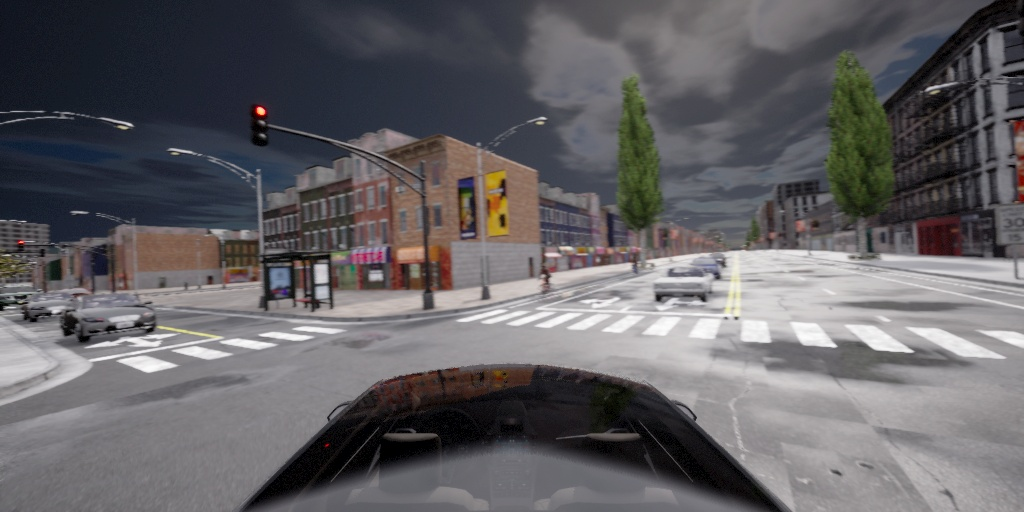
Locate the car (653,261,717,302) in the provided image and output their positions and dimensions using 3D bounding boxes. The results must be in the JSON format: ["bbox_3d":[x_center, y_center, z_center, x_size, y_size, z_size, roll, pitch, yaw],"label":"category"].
[{"bbox_3d":[7.304,1.094,15.153,1.895,1.301,4.718,-3,-1,32],"label":"car"}]

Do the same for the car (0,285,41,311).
[{"bbox_3d":[-43.595,3.616,31.618,5.566,2.045,2.150,-4,-1,32],"label":"car"}]

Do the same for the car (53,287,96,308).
[{"bbox_3d":[-39.707,3.694,32.486,5.008,1.535,1.882,-3,-1,33],"label":"car"}]

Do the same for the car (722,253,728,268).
[{"bbox_3d":[21.856,0.469,38.291,1.837,1.490,4.892,-3,-1,32],"label":"car"}]

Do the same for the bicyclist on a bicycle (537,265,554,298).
[{"bbox_3d":[1.690,1.262,17.966,0.582,1.620,1.656,-3,0,34],"label":"bicyclist on a bicycle"}]

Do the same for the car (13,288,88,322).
[{"bbox_3d":[-26.469,2.856,20.612,4.902,1.511,2.128,-3,-1,32],"label":"car"}]

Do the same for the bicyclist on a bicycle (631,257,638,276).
[{"bbox_3d":[10.809,0.920,31.486,0.582,1.620,1.656,-3,0,34],"label":"bicyclist on a bicycle"}]

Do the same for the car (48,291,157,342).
[{"bbox_3d":[-15.072,2.168,13.356,4.902,1.511,2.128,-3,-1,32],"label":"car"}]

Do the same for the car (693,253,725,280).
[{"bbox_3d":[13.265,0.801,24.631,1.812,1.442,4.674,-3,-1,32],"label":"car"}]
